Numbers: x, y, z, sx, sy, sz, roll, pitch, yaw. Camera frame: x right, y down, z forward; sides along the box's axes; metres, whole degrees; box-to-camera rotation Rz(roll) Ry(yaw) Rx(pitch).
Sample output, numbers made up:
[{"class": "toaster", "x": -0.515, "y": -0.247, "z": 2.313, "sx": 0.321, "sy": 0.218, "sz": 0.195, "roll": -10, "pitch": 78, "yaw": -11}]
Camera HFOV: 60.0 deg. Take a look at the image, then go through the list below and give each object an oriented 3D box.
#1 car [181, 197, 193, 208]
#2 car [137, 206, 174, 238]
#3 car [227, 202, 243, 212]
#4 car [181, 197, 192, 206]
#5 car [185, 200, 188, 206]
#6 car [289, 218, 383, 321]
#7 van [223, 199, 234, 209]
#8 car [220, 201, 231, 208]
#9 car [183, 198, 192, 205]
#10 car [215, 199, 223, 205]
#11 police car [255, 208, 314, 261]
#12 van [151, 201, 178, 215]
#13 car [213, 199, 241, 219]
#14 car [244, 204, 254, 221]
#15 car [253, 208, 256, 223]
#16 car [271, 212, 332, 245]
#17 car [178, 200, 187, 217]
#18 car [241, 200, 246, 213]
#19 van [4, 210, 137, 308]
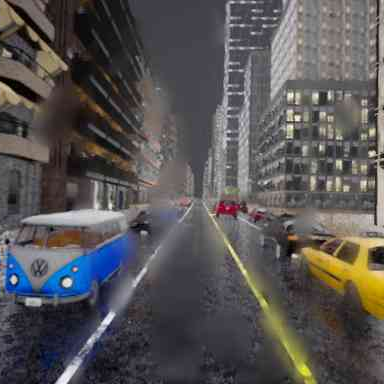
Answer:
[{"class": "car", "x": -1.377, "y": 2.023, "z": 64.692, "sx": 2.192, "sy": 1.841, "sz": 5.009, "roll": 3, "pitch": -1, "yaw": 1}, {"class": "car", "x": -2.370, "y": 1.731, "z": 19.114, "sx": 1.947, "sy": 1.339, "sz": 4.313, "roll": 3, "pitch": -1, "yaw": 1}, {"class": "car", "x": 6.738, "y": 2.364, "z": 52.992, "sx": 2.008, "sy": 1.369, "sz": 4.403, "roll": 3, "pitch": -1, "yaw": 1}, {"class": "car", "x": -1.132, "y": 2.153, "z": 76.084, "sx": 2.192, "sy": 1.841, "sz": 5.009, "roll": 3, "pitch": -1, "yaw": 1}, {"class": "car", "x": -1.881, "y": 2.024, "z": 41.898, "sx": 1.802, "sy": 1.307, "sz": 4.206, "roll": 3, "pitch": -1, "yaw": 1}, {"class": "car", "x": 3.962, "y": 1.664, "z": 7.671, "sx": 1.801, "sy": 1.575, "sz": 5.366, "roll": 2, "pitch": -1, "yaw": 1}, {"class": "van", "x": 7.003, "y": 2.287, "z": 64.387, "sx": 1.690, "sy": 1.788, "sz": 3.998, "roll": 3, "pitch": -1, "yaw": 1}, {"class": "car", "x": 7.081, "y": 2.575, "z": 70.081, "sx": 1.947, "sy": 1.339, "sz": 4.313, "roll": 3, "pitch": -1, "yaw": 1}, {"class": "car", "x": -1.015, "y": 2.341, "z": 81.781, "sx": 1.967, "sy": 1.590, "sz": 4.097, "roll": 3, "pitch": -1, "yaw": 1}, {"class": "car", "x": 7.563, "y": 2.829, "z": 92.866, "sx": 1.947, "sy": 1.339, "sz": 4.313, "roll": 3, "pitch": -1, "yaw": 1}, {"class": "police car", "x": 4.090, "y": 1.710, "z": 13.590, "sx": 1.930, "sy": 1.638, "sz": 5.238, "roll": 2, "pitch": -1, "yaw": 1}, {"class": "van", "x": -2.237, "y": 1.578, "z": 24.812, "sx": 1.690, "sy": 1.788, "sz": 3.998, "roll": 3, "pitch": -1, "yaw": 1}, {"class": "car", "x": 3.712, "y": 1.764, "z": 36.335, "sx": 2.150, "sy": 2.045, "sz": 5.566, "roll": 2, "pitch": 0, "yaw": 3}, {"class": "car", "x": 6.249, "y": 2.088, "z": 30.206, "sx": 1.887, "sy": 1.381, "sz": 4.507, "roll": 3, "pitch": -1, "yaw": 1}, {"class": "car", "x": 6.126, "y": 2.024, "z": 24.510, "sx": 2.008, "sy": 1.369, "sz": 4.403, "roll": 3, "pitch": -1, "yaw": 1}, {"class": "car", "x": 6.003, "y": 1.953, "z": 18.814, "sx": 2.008, "sy": 1.369, "sz": 4.403, "roll": 3, "pitch": -1, "yaw": 1}, {"class": "car", "x": -2.002, "y": 1.925, "z": 36.203, "sx": 2.008, "sy": 1.369, "sz": 4.403, "roll": 3, "pitch": -1, "yaw": 1}, {"class": "car", "x": 6.627, "y": 2.062, "z": 47.299, "sx": 2.192, "sy": 1.841, "sz": 5.009, "roll": 3, "pitch": -1, "yaw": 1}, {"class": "van", "x": -2.604, "y": 1.362, "z": 7.719, "sx": 1.690, "sy": 1.788, "sz": 3.998, "roll": 3, "pitch": -1, "yaw": 1}]
